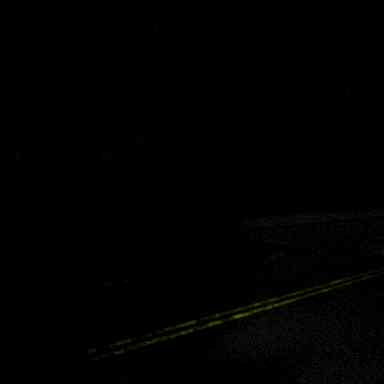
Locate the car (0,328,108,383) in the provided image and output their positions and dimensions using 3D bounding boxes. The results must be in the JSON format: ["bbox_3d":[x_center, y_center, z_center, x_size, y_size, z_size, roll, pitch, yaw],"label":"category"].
[{"bbox_3d":[-2.664,1.602,1.535,4.718,1.301,1.895,0,0,-36],"label":"car"}]
